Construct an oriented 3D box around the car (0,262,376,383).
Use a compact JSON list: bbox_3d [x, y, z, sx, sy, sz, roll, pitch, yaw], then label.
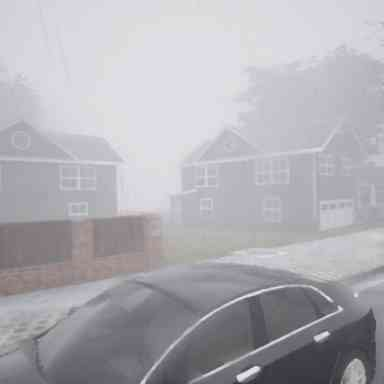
[{"bbox_3d":[-0.066,1.557,3.155,4.892,1.490,1.837,0,-1,-37],"label":"car"}]
